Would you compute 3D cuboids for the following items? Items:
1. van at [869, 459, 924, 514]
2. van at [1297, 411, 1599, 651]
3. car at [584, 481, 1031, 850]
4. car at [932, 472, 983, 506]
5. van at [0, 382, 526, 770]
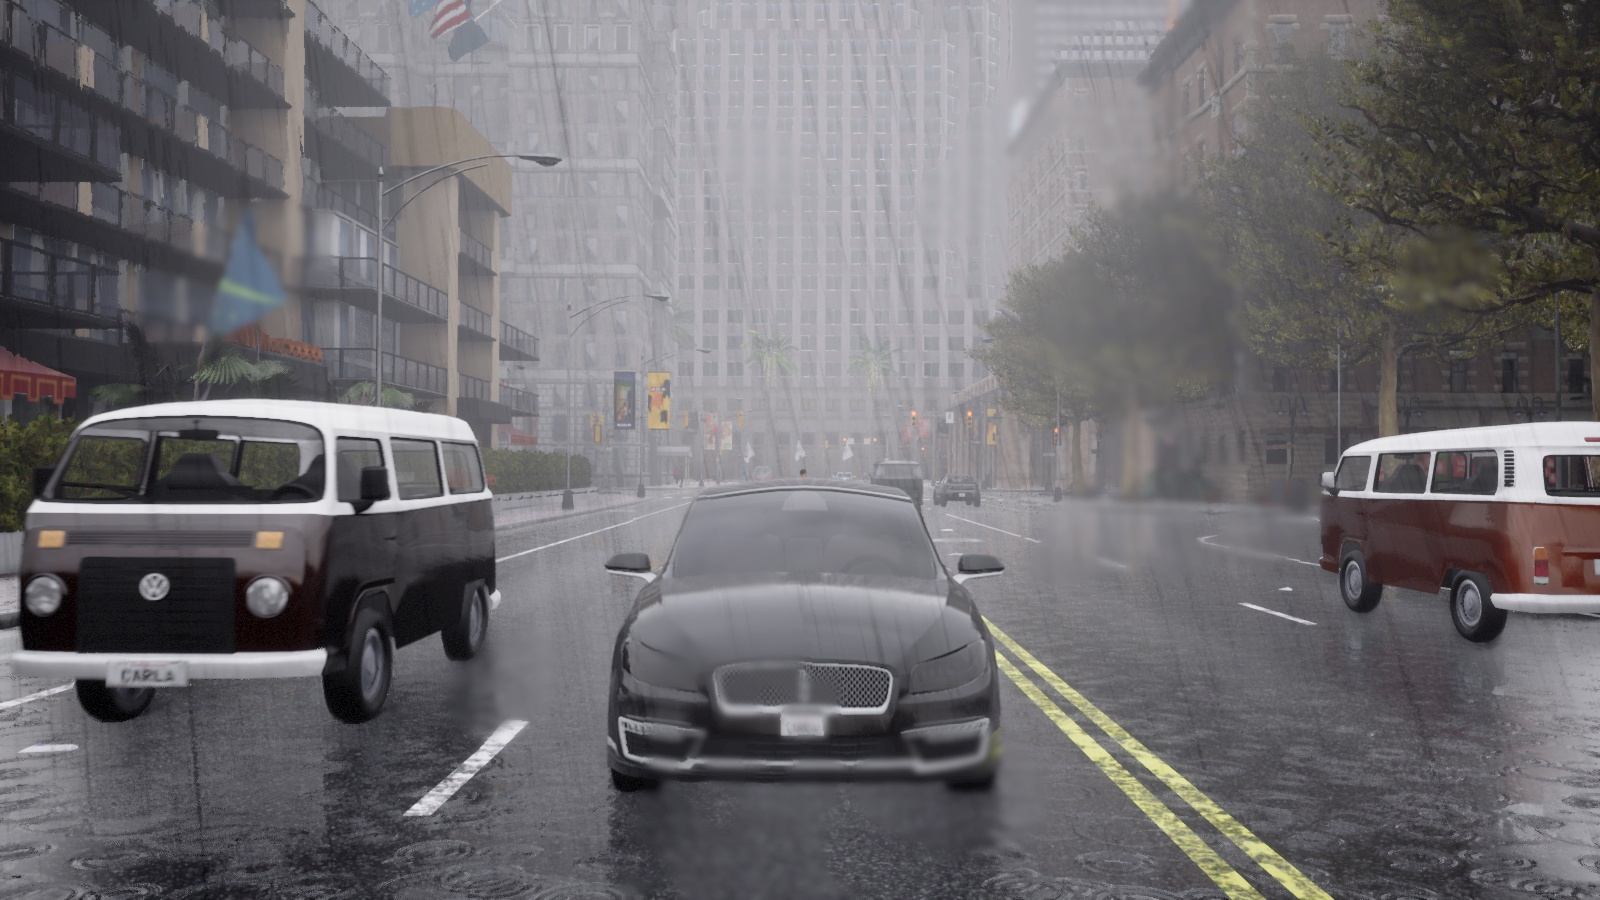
[{"bbox_3d":[3.629,1.354,47.821,1.775,1.987,4.442,0,-1,0],"label":"van"},{"bbox_3d":[7.046,0.726,12.933,2.069,2.038,4.480,0,-1,0],"label":"van"},{"bbox_3d":[0.034,0.948,7.621,1.837,1.490,4.892,0,-1,0],"label":"car"},{"bbox_3d":[7.152,1.760,57.314,1.816,1.474,4.193,0,-1,0],"label":"car"},{"bbox_3d":[-3.464,0.700,8.856,2.069,2.038,4.480,0,-1,0],"label":"van"}]
